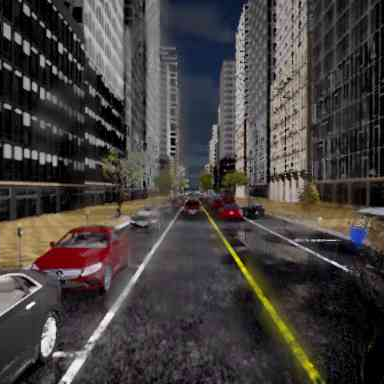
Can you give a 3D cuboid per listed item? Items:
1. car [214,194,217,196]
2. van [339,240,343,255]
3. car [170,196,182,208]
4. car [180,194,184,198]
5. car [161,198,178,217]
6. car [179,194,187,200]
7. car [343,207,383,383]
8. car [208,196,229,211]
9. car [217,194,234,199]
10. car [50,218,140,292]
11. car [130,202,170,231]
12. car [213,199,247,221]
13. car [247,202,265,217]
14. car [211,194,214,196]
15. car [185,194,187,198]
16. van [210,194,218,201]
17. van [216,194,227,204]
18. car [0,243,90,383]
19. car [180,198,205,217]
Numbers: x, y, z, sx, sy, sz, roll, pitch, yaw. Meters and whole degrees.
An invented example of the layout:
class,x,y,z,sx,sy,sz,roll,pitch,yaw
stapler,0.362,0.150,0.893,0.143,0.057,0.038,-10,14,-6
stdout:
class,x,y,z,sx,sy,sz,roll,pitch,yaw
car,5.792,1.359,59.957,2.192,1.841,5.009,0,0,0
van,5.694,1.358,8.804,1.690,1.788,3.998,0,0,0
car,-2.619,1.600,42.921,1.802,1.307,4.206,0,0,0
car,-2.609,1.461,48.605,1.967,1.590,4.097,0,0,0
car,-2.641,1.563,31.554,2.008,1.369,4.403,0,0,0
car,-2.521,1.479,94.075,1.967,1.590,4.097,0,0,0
car,2.860,1.228,3.489,2.150,2.045,5.566,-1,0,24
car,3.107,1.554,41.303,1.812,1.442,4.674,0,0,1
car,5.781,1.356,54.273,2.192,1.841,5.009,0,0,0
car,-2.685,1.582,8.820,1.802,1.307,4.206,0,0,0
car,-2.664,1.557,20.187,2.008,1.369,4.403,0,0,0
car,3.088,1.586,27.723,1.994,1.385,4.181,0,0,1
car,5.739,1.580,31.538,2.008,1.369,4.403,0,0,0
car,5.816,1.489,71.324,1.967,1.590,4.097,0,0,0
car,-2.565,1.597,71.340,1.947,1.339,4.313,0,0,0
van,5.847,1.396,88.374,1.690,1.788,3.998,0,0,0
van,5.804,1.387,65.640,1.690,1.788,3.998,0,0,0
car,-2.697,1.547,3.136,2.008,1.369,4.403,0,0,0
car,0.058,1.543,31.545,1.812,1.442,4.674,0,0,0
